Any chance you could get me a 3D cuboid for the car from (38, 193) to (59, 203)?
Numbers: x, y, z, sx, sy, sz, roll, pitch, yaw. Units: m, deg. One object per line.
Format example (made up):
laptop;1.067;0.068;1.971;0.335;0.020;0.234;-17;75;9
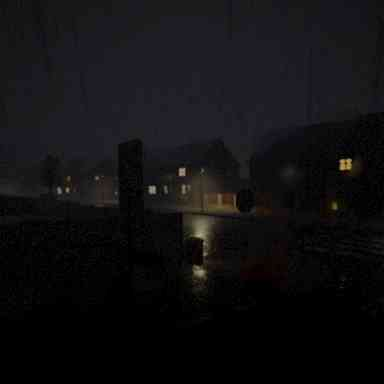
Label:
car;-19.866;0.905;45.926;1.837;1.490;4.892;-2;2;-40
